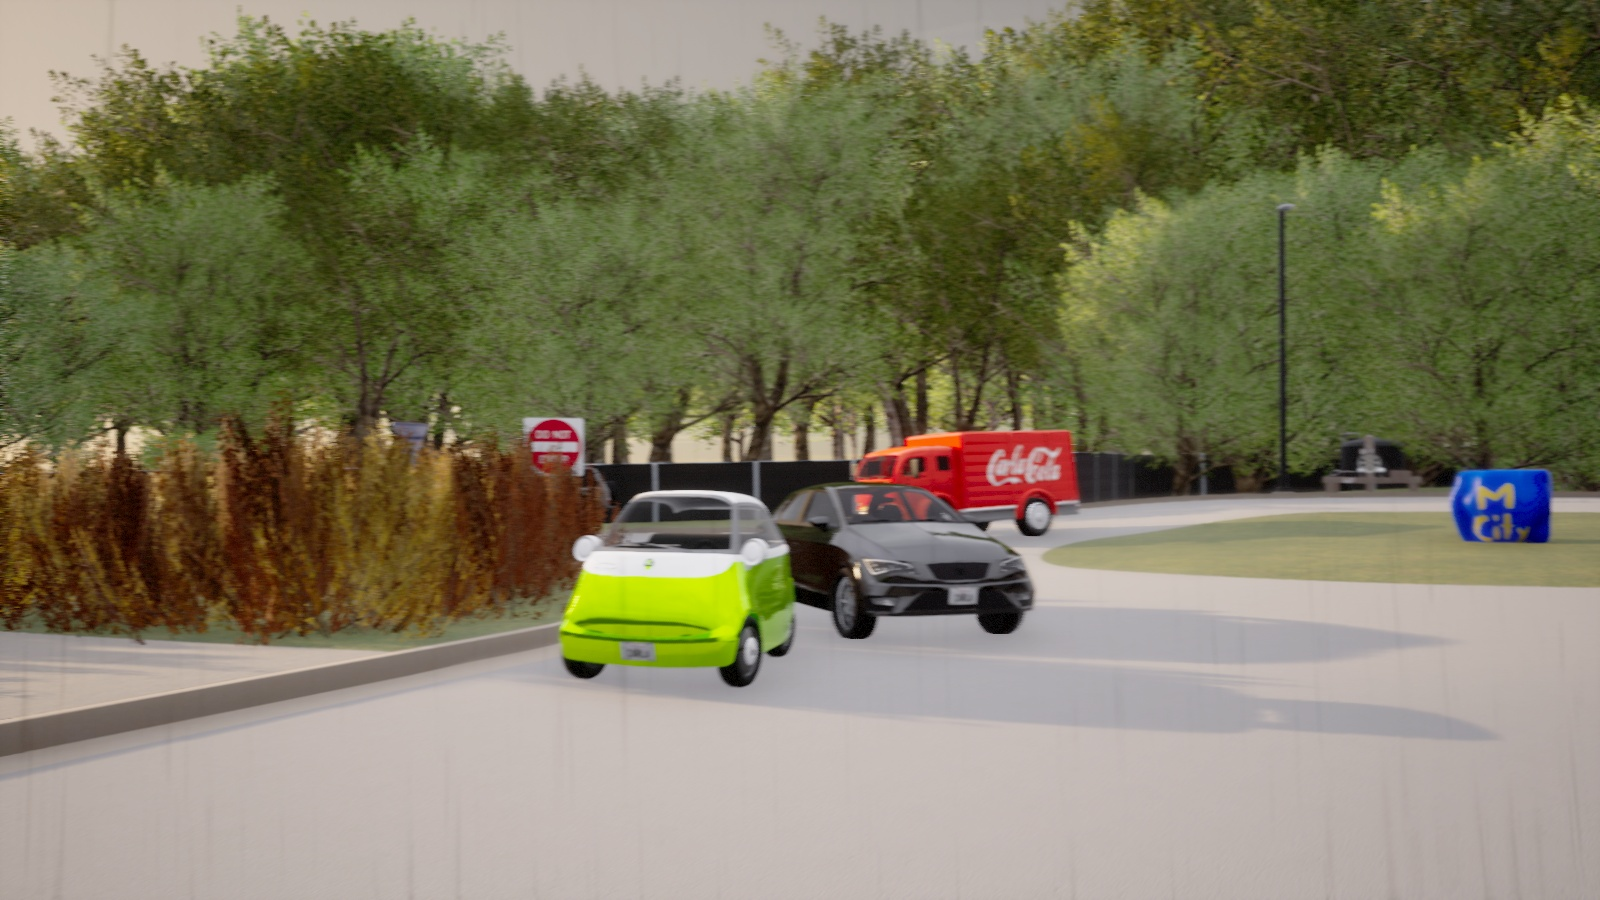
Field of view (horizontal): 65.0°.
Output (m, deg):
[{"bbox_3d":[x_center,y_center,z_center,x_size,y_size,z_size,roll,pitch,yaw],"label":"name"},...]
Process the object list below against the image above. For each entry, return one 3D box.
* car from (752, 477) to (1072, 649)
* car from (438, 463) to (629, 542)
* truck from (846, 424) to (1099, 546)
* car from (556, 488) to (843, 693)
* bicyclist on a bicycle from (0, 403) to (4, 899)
[{"bbox_3d":[0.951,1.054,13.132,1.816,1.474,4.193,0,-2,-18],"label":"car"},{"bbox_3d":[-6.776,1.291,31.908,4.605,1.855,1.932,-1,-1,-15],"label":"car"},{"bbox_3d":[4.042,0.789,29.243,5.204,2.467,2.627,-3,-2,-32],"label":"truck"},{"bbox_3d":[-0.690,0.990,9.752,1.481,1.376,2.207,-1,-2,18],"label":"car"},{"bbox_3d":[-3.395,0.716,3.569,0.659,1.776,1.843,-1,-1,24],"label":"bicyclist on a bicycle"}]
